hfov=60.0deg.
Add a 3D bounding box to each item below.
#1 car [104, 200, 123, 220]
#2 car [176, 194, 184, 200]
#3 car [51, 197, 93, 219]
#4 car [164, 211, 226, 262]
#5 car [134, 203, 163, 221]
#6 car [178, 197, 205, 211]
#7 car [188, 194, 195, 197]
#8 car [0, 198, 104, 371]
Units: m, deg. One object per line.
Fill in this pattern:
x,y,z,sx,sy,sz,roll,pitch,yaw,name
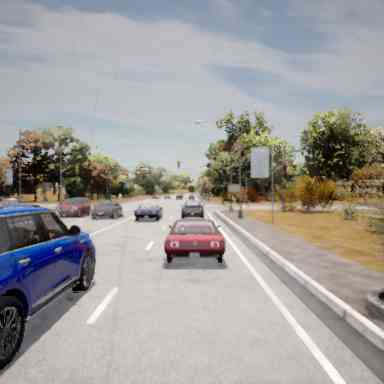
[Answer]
-7.106,1.501,28.201,1.837,1.490,4.892,0,-1,0,car
-3.664,1.428,94.662,1.837,1.490,4.892,0,0,0,car
-10.599,1.346,29.840,2.097,1.767,4.553,0,0,0,car
0.083,1.598,12.129,1.895,1.301,4.718,0,0,0,car
-3.445,1.595,27.346,1.895,1.301,4.718,0,0,0,car
0.055,1.484,28.168,2.128,1.511,4.902,0,0,0,car
-0.164,1.467,94.669,2.033,1.411,5.357,0,0,0,car
-3.408,1.221,5.771,2.150,2.045,5.566,0,0,0,car
